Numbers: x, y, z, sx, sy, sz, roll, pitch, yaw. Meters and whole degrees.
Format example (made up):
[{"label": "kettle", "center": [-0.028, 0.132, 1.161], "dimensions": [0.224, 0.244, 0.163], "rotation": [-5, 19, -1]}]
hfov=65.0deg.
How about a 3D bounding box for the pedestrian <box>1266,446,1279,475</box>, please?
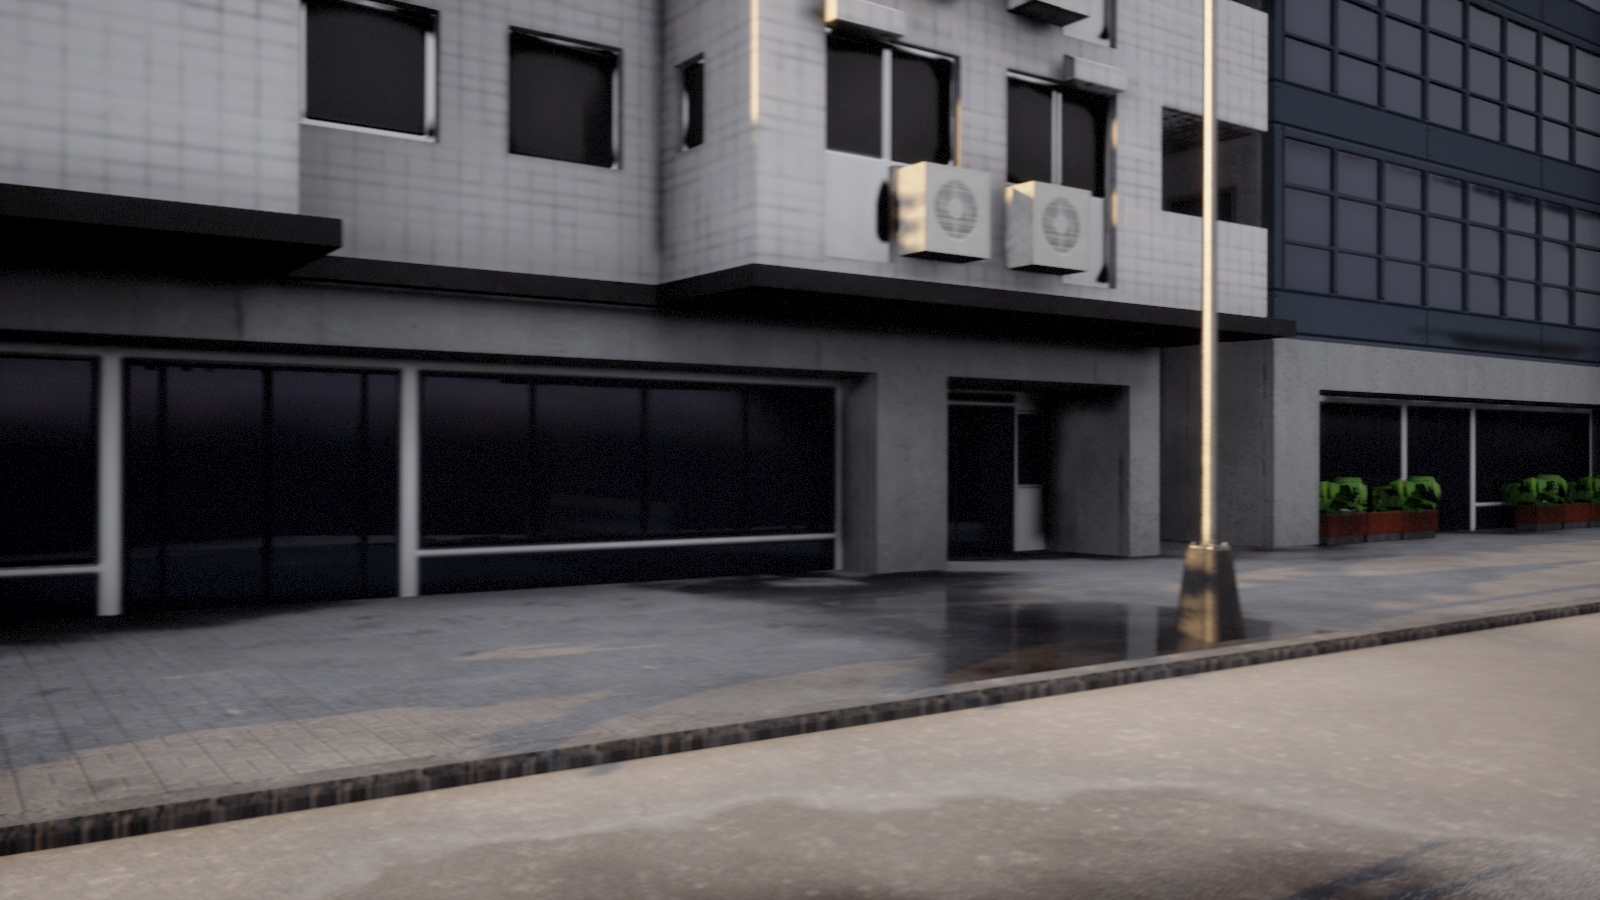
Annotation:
[{"label": "pedestrian", "center": [30.870, 0.679, 82.069], "dimensions": [0.402, 1.842, 0.726], "rotation": [0, 0, -35]}]
